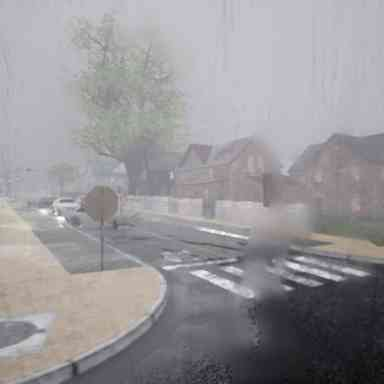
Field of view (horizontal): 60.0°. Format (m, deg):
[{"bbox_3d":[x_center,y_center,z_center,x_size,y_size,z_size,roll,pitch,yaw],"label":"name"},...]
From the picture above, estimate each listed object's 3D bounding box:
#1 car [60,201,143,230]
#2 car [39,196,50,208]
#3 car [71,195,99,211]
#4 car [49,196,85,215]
[{"bbox_3d":[-5.359,1.460,20.176,4.718,1.301,1.895,1,0,26],"label":"car"},{"bbox_3d":[-17.080,1.182,39.743,1.895,1.301,4.718,1,0,-30],"label":"car"},{"bbox_3d":[-11.740,1.182,36.220,1.837,1.490,4.892,1,1,-31],"label":"car"},{"bbox_3d":[-11.319,1.243,29.954,1.812,1.442,4.674,1,0,-31],"label":"car"}]
